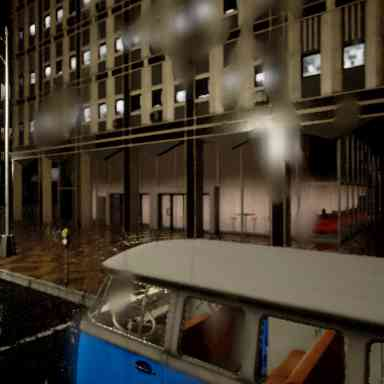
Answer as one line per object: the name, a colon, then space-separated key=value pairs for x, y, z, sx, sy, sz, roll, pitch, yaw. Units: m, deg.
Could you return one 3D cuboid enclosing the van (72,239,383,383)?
van: x=0.867 y=1.339 z=2.266 sx=3.998 sy=1.788 sz=1.690 roll=0 pitch=0 yaw=35
